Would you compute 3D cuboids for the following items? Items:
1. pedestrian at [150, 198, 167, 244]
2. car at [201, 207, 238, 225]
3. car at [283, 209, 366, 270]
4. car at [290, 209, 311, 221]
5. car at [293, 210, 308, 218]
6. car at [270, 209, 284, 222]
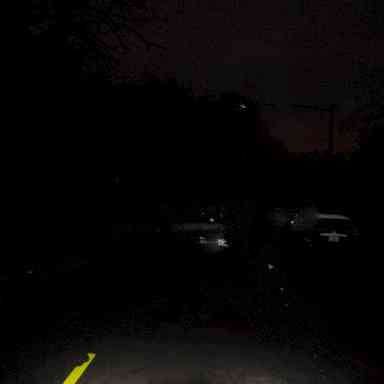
[{"bbox_3d":[-1.312,1.122,13.329,0.375,1.860,0.375,5,-2,-3],"label":"pedestrian"},{"bbox_3d":[2.250,1.867,26.509,1.895,1.301,4.718,2,-2,21],"label":"car"},{"bbox_3d":[4.392,1.473,11.320,1.970,1.475,3.806,2,0,10],"label":"car"},{"bbox_3d":[14.789,3.083,45.221,1.837,1.490,4.892,2,-3,28],"label":"car"},{"bbox_3d":[20.570,4.125,63.018,1.994,1.385,4.181,2,-3,28],"label":"car"},{"bbox_3d":[9.416,2.474,34.498,1.994,1.385,4.181,2,-2,26],"label":"car"}]
